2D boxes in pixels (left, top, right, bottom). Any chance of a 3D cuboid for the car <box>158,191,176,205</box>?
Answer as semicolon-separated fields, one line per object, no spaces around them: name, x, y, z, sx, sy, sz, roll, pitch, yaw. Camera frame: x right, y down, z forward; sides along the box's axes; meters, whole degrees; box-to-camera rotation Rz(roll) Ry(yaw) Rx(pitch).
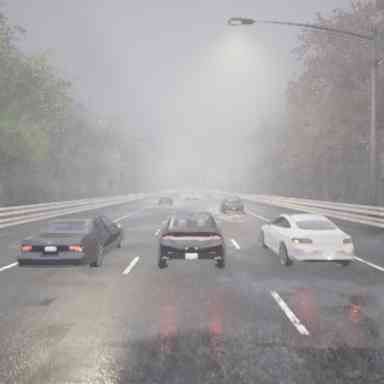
car;-3.523;0.976;45.825;1.812;1.442;4.674;0;1;0

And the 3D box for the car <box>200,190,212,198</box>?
car;3.465;0.616;73.838;2.033;1.411;5.357;0;1;0

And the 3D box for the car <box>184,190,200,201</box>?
car;-0.030;0.866;59.806;1.895;1.301;4.718;0;1;0

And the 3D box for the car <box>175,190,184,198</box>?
car;-3.535;0.615;73.843;2.128;1.511;4.902;0;1;0

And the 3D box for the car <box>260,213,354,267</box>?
car;3.491;1.392;10.764;1.812;1.442;4.674;0;1;0

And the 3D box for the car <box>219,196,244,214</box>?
car;3.482;1.128;29.837;2.128;1.511;4.902;0;1;0

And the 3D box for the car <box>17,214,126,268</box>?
car;-3.510;1.427;10.760;2.033;1.411;5.357;0;1;0

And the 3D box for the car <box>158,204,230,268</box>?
car;-0.009;1.364;10.770;2.128;1.511;4.902;0;1;0
